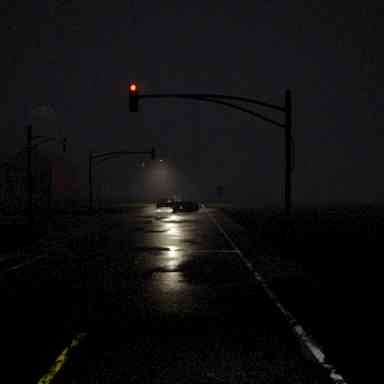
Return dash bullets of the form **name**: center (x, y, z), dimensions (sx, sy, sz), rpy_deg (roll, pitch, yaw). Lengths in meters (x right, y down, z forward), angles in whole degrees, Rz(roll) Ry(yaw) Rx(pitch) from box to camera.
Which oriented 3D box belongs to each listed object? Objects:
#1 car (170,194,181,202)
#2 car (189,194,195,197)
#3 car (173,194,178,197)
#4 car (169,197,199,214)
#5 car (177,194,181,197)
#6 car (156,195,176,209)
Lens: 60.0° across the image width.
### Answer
- **car**: center (-3.501, 1.266, 72.458), dimensions (2.097, 1.767, 4.553), rpy_deg (0, 0, 0)
- **car**: center (-0.004, 1.387, 86.362), dimensions (1.837, 1.490, 4.892), rpy_deg (0, 0, 0)
- **car**: center (-3.581, 1.479, 53.131), dimensions (1.812, 1.442, 4.674), rpy_deg (0, 0, 0)
- **car**: center (-0.621, 1.542, 35.598), dimensions (1.994, 1.385, 4.181), rpy_deg (0, 0, 15)
- **car**: center (-3.562, 1.416, 62.482), dimensions (1.882, 1.535, 5.008), rpy_deg (0, 0, 1)
- **car**: center (-3.591, 1.530, 44.470), dimensions (1.994, 1.385, 4.181), rpy_deg (0, 0, 0)
